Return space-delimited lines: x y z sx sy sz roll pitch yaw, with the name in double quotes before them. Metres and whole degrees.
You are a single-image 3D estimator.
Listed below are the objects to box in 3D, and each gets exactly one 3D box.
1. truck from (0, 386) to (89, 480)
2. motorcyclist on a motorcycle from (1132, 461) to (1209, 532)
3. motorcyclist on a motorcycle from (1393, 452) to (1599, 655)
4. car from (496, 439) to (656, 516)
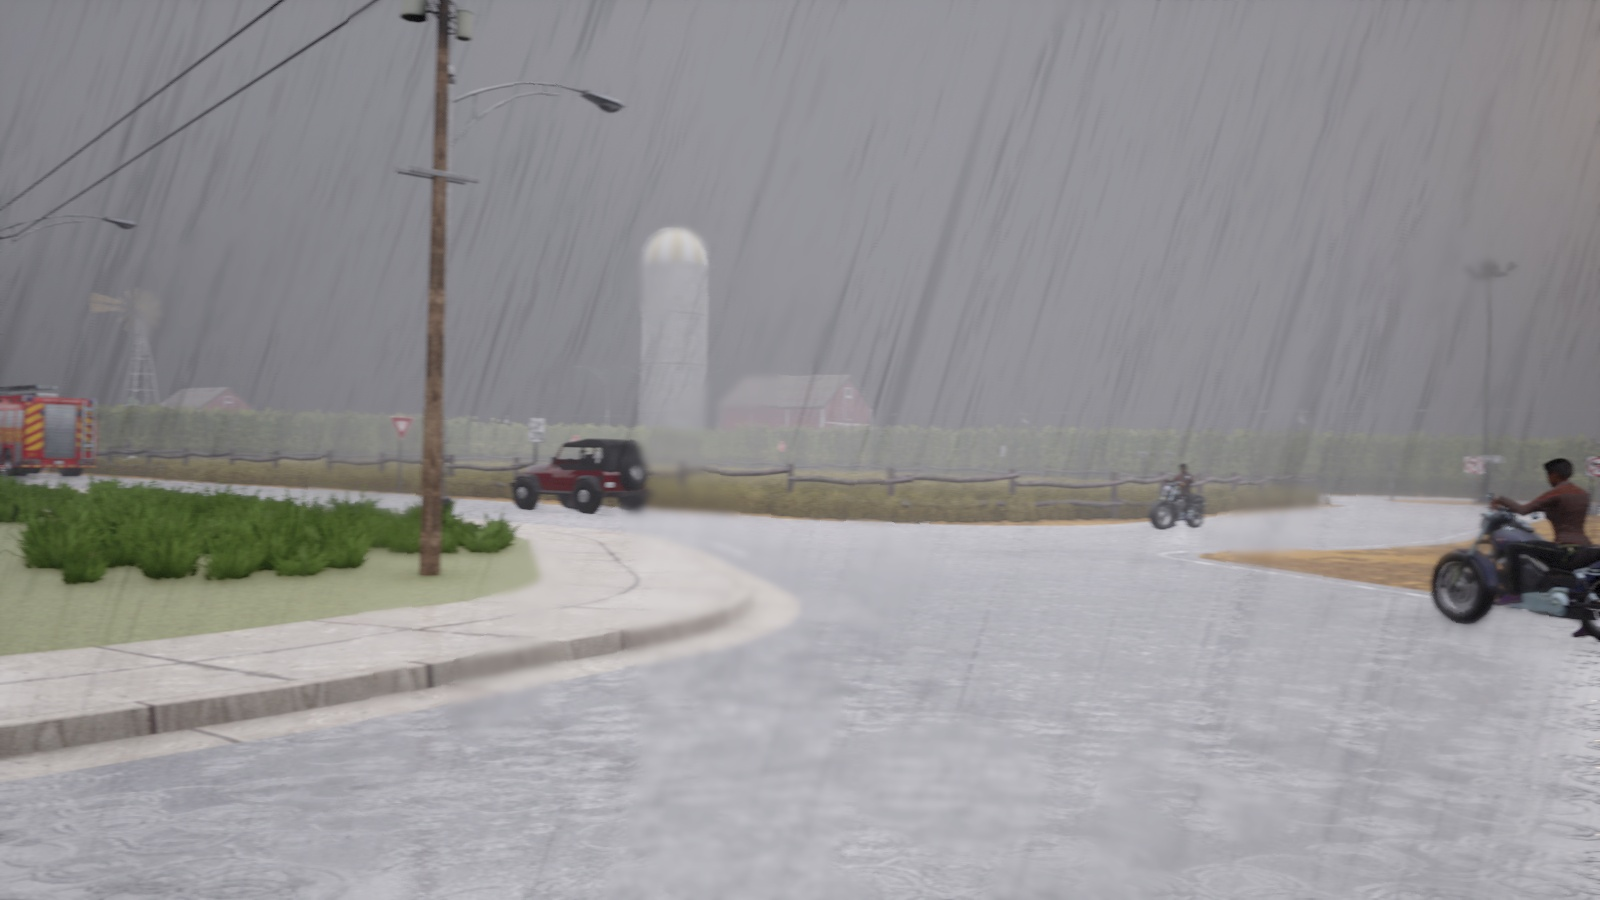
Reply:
"truck" -34.382 -0.693 54.990 8.468 3.827 2.891 1 -1 41
"motorcyclist on a motorcycle" 9.028 1.099 30.517 0.766 1.649 2.350 1 0 44
"motorcyclist on a motorcycle" 6.567 0.859 11.336 0.766 1.649 2.350 1 -1 -18
"car" -5.787 0.668 32.297 3.866 1.878 1.905 0 -1 37
